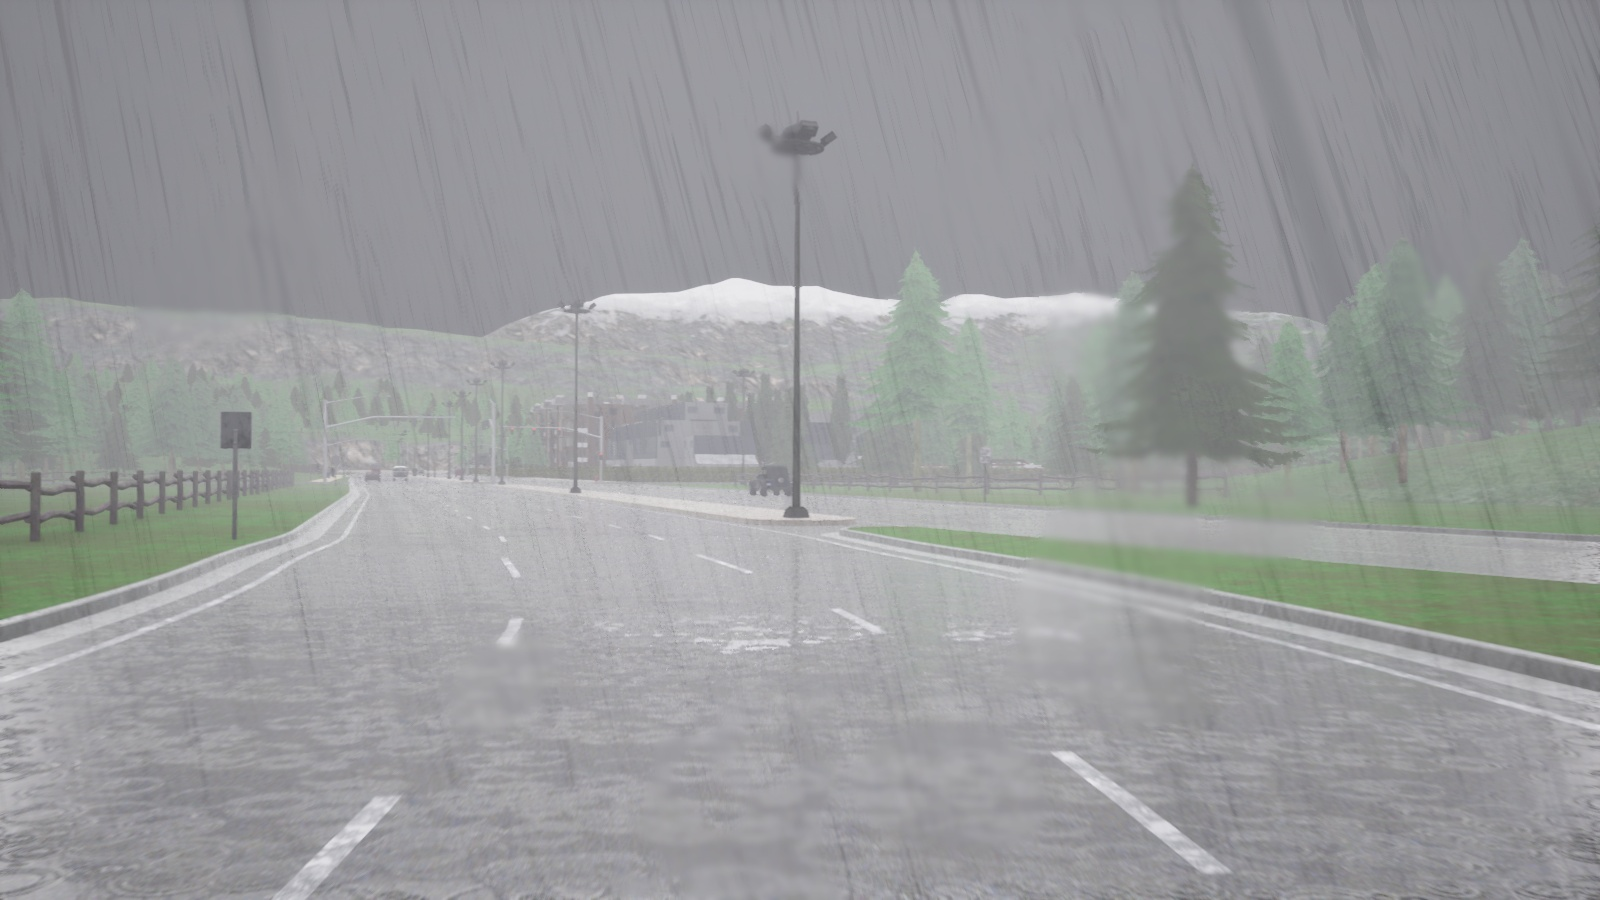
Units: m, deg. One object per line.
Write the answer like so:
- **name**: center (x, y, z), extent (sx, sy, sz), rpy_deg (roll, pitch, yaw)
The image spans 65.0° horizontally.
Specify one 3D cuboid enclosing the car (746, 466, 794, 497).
- **car**: center (-1.896, 1.932, 78.472), extent (1.905, 1.878, 3.866), rpy_deg (0, -1, -18)
